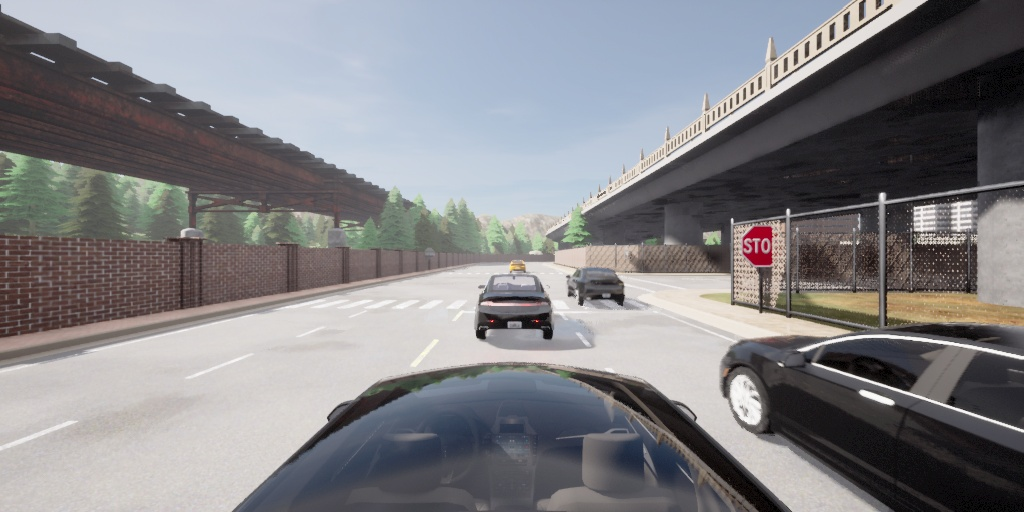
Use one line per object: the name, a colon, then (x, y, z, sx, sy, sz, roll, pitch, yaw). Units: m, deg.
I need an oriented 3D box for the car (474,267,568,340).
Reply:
car: (0.057, 1.242, 10.000, 2.128, 1.511, 4.902, 0, 0, 0)

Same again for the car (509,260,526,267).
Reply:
car: (0.710, 1.228, 44.072, 1.882, 1.535, 5.008, 0, 0, 1)

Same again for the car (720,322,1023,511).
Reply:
car: (3.555, 1.257, 2.597, 1.837, 1.490, 4.892, 0, 1, 0)

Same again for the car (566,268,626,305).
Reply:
car: (3.586, 1.254, 15.984, 1.837, 1.490, 4.892, 0, 0, 0)
